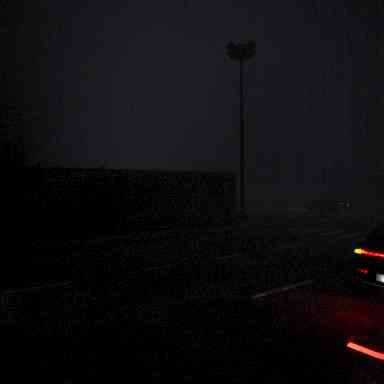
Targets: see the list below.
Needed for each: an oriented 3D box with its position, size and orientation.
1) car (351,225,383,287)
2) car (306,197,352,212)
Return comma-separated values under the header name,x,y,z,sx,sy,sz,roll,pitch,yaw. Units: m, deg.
name,x,y,z,sx,sy,sz,roll,pitch,yaw
car,5.658,1.397,7.809,4.892,1.490,1.837,-1,0,-36
car,13.024,1.161,31.782,1.994,1.385,4.181,-1,0,-32
